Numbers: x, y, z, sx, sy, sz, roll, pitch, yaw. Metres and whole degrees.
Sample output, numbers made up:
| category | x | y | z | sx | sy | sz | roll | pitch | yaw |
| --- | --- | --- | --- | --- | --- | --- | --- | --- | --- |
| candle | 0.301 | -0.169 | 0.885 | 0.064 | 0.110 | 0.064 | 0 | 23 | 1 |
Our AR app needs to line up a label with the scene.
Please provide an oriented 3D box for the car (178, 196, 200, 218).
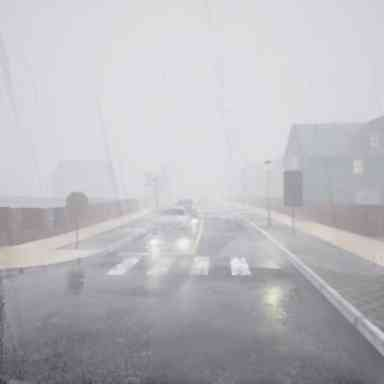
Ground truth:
| category | x | y | z | sx | sy | sz | roll | pitch | yaw |
| --- | --- | --- | --- | --- | --- | --- | --- | --- | --- |
| car | -0.599 | 1.396 | 30.844 | 2.097 | 1.767 | 4.553 | -1 | 0 | 1 |

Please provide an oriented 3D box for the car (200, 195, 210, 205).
| category | x | y | z | sx | sy | sz | roll | pitch | yaw |
| --- | --- | --- | --- | --- | --- | --- | --- | --- | --- |
| car | 1.879 | 1.380 | 58.135 | 2.097 | 1.767 | 4.553 | -1 | 0 | -4 |

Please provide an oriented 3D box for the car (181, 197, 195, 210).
| category | x | y | z | sx | sy | sz | roll | pitch | yaw |
| --- | --- | --- | --- | --- | --- | --- | --- | --- | --- |
| car | -0.503 | 1.556 | 45.426 | 1.837 | 1.490 | 4.892 | -1 | 0 | 0 |

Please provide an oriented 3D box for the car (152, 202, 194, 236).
| category | x | y | z | sx | sy | sz | roll | pitch | yaw |
| --- | --- | --- | --- | --- | --- | --- | --- | --- | --- |
| car | -1.069 | 1.565 | 19.052 | 1.812 | 1.442 | 4.674 | -1 | 0 | 3 |
